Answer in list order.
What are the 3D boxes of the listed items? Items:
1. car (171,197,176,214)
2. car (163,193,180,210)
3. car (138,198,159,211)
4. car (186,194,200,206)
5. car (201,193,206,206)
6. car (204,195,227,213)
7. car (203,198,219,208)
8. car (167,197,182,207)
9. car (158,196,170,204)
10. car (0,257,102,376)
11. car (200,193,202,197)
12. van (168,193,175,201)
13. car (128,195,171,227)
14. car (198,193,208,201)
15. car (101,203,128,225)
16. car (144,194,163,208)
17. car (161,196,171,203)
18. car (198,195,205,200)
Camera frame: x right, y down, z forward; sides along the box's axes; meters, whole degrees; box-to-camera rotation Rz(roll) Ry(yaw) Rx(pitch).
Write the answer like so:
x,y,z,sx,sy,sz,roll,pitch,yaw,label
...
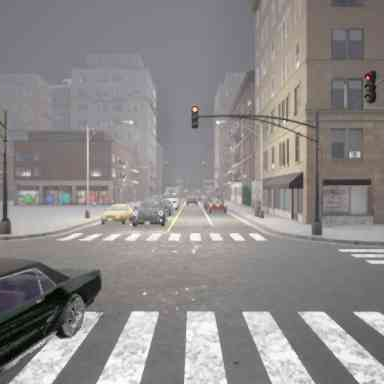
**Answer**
x,y,z,sx,sy,sz,roll,pitch,yaw,label
-2.836,1.484,31.979,1.837,1.490,4.892,0,0,0,car
-2.801,1.193,41.788,2.150,2.045,5.566,0,0,0,car
-5.383,1.524,41.456,2.008,1.369,4.403,0,0,0,car
0.007,1.471,54.411,1.837,1.490,4.892,0,0,0,car
2.642,1.288,41.455,2.192,1.841,5.009,0,0,0,car
2.641,1.417,35.793,1.967,1.590,4.097,0,0,0,car
2.643,1.536,47.117,1.947,1.339,4.313,0,0,0,car
-2.796,1.514,52.985,2.033,1.411,5.357,0,0,0,car
-5.380,1.542,64.104,1.802,1.307,4.206,0,0,0,car
-2.975,1.597,4.005,1.895,1.301,4.718,0,0,11,car
2.646,1.508,69.764,2.008,1.369,4.403,0,0,0,car
-5.377,1.290,86.751,1.690,1.788,3.998,0,0,0,van
-2.800,1.337,22.791,2.097,1.767,4.553,0,0,-1,car
2.647,1.266,81.088,2.192,1.841,5.009,0,0,0,car
-5.385,1.509,24.300,1.752,1.417,4.829,0,0,0,car
-5.382,1.285,47.118,2.192,1.841,5.009,0,0,0,car
-5.379,1.482,69.596,1.752,1.417,4.829,0,0,0,car
2.648,1.512,92.412,1.947,1.339,4.313,0,0,0,car
